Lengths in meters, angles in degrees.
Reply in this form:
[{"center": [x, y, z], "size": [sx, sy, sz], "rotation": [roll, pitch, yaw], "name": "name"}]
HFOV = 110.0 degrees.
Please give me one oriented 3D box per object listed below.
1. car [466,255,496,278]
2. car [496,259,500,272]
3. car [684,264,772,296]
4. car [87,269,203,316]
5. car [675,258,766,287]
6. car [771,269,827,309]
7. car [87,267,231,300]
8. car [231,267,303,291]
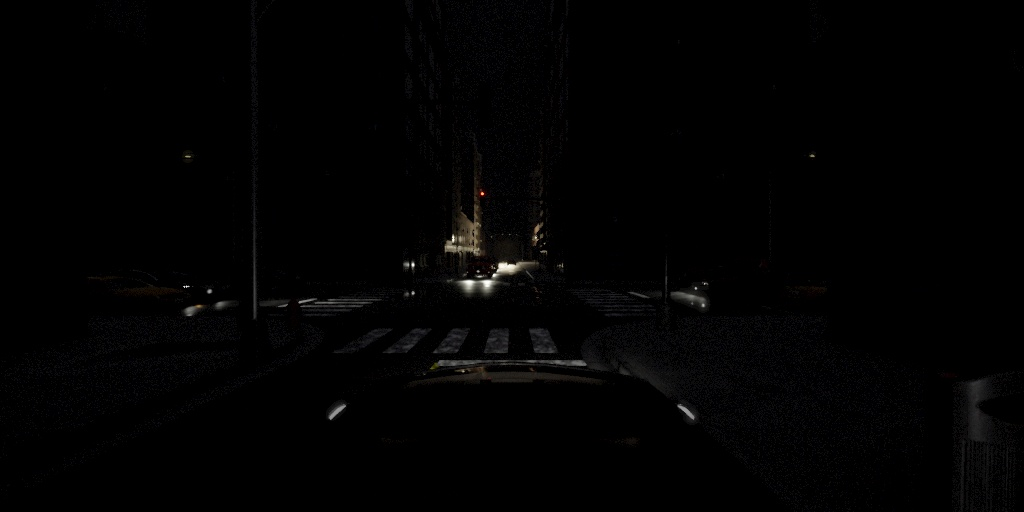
[{"center": [-2.906, 0.963, 33.514], "size": [2.150, 2.045, 5.566], "rotation": [0, 0, 0], "name": "car"}, {"center": [-2.922, 0.956, 43.903], "size": [2.150, 2.045, 5.566], "rotation": [0, 0, 0], "name": "car"}, {"center": [12.137, 1.276, 18.369], "size": [5.357, 1.411, 2.033], "rotation": [0, 0, 3], "name": "car"}, {"center": [-14.402, 1.305, 12.908], "size": [4.829, 1.417, 1.751], "rotation": [0, 0, 0], "name": "car"}, {"center": [12.317, 1.031, 20.945], "size": [5.009, 1.841, 2.192], "rotation": [0, 0, 0], "name": "car"}, {"center": [12.482, 1.280, 12.920], "size": [4.829, 1.417, 1.751], "rotation": [0, 0, 0], "name": "car"}, {"center": [-15.480, 1.260, 15.433], "size": [4.902, 1.511, 2.128], "rotation": [0, 0, 0], "name": "car"}, {"center": [-14.566, 1.308, 20.933], "size": [4.313, 1.339, 1.948], "rotation": [0, 0, 0], "name": "car"}]
